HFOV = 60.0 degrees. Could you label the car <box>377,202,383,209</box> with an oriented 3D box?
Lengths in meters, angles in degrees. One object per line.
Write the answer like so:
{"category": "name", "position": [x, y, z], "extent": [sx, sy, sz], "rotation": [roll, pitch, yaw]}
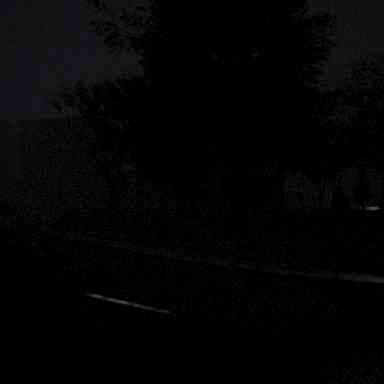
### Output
{"category": "car", "position": [44.696, 3.136, 77.492], "extent": [2.128, 1.511, 4.902], "rotation": [-2, -4, 21]}

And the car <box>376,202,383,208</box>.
{"category": "car", "position": [30.727, 1.781, 49.396], "extent": [4.892, 1.490, 1.837], "rotation": [-3, -2, 43]}
